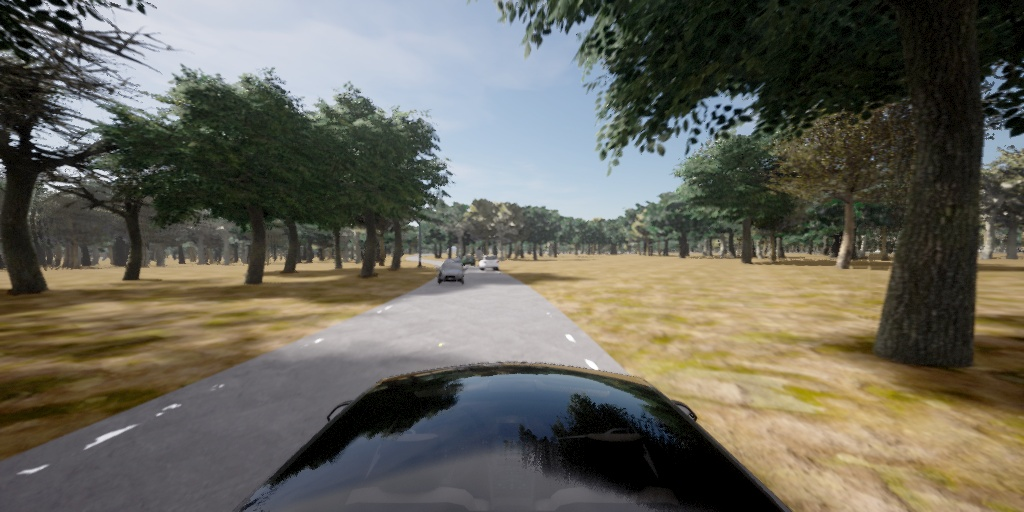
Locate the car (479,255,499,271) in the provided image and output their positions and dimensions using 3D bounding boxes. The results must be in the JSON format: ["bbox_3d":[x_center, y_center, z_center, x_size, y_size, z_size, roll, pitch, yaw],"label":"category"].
[{"bbox_3d":[-3.030,0.907,47.218,2.150,2.045,5.566,0,0,-10],"label":"car"}]

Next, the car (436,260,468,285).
[{"bbox_3d":[-4.397,1.255,26.435,1.837,1.490,4.892,0,0,-6],"label":"car"}]
